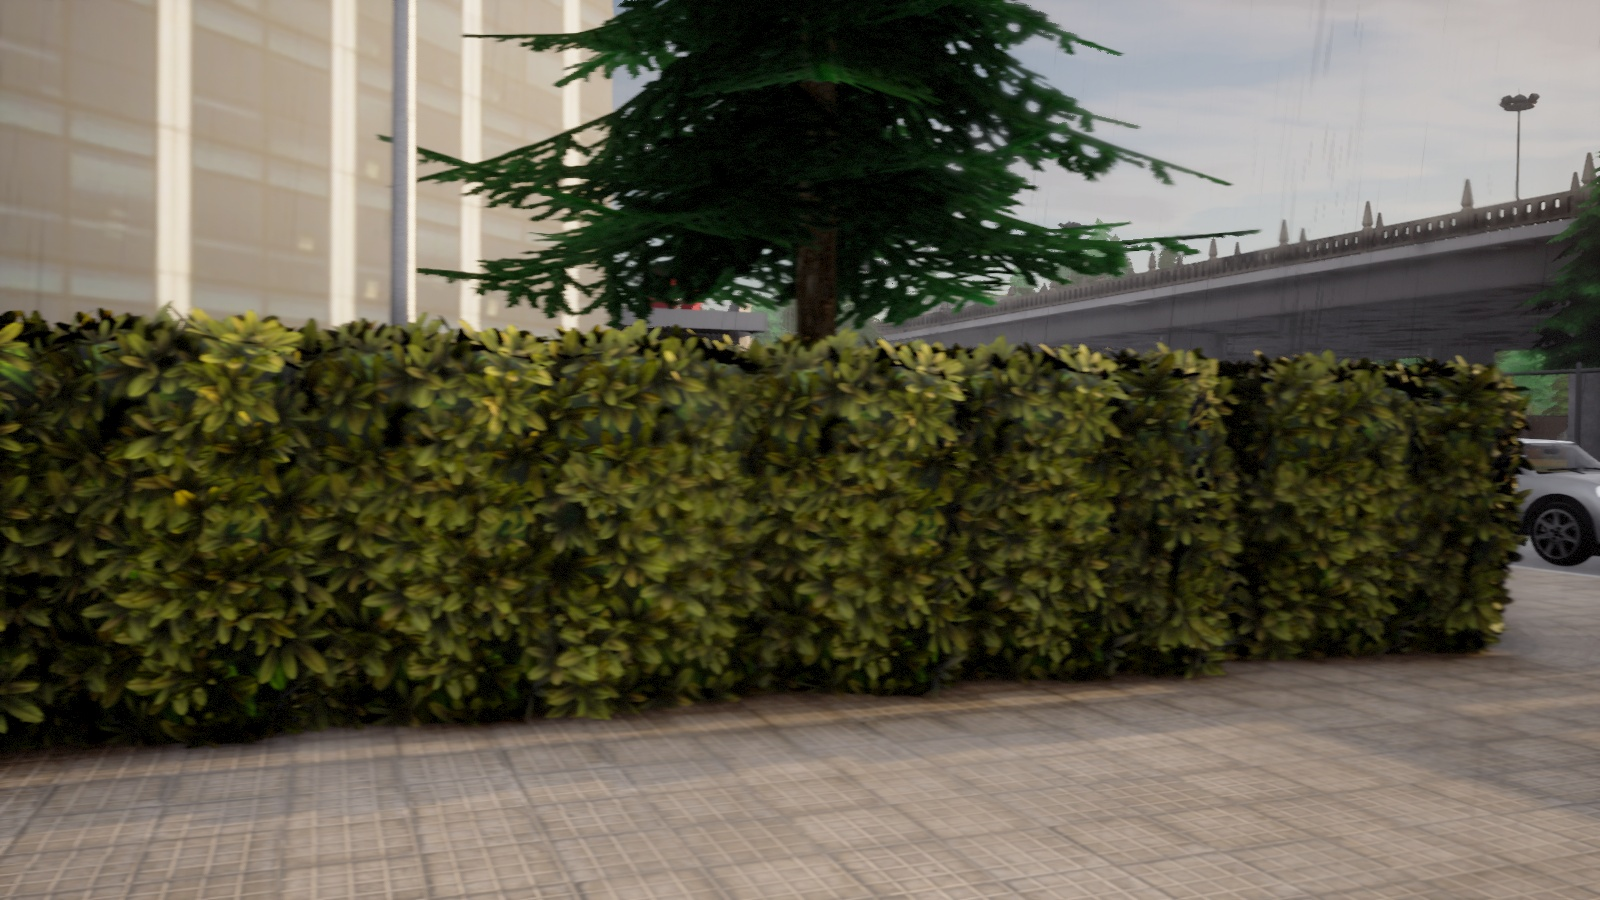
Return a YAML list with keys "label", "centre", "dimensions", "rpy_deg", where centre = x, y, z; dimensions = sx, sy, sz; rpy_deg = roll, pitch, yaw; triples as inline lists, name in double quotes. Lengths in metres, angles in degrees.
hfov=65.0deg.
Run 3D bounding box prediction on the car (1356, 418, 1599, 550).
- label: "car"
  centre: [9.303, 0.347, 15.989]
  dimensions: [1.970, 1.475, 3.806]
  rpy_deg: [-1, 1, -21]
